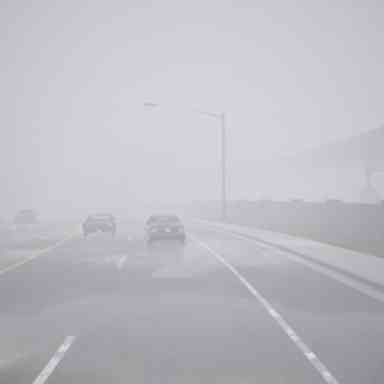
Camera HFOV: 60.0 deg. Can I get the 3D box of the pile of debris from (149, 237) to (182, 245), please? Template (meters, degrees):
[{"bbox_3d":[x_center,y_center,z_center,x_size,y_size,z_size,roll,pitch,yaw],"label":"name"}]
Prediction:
[{"bbox_3d":[-1.378,2.453,16.708,1.500,0.140,1.860,0,-2,-9],"label":"pile of debris"}]

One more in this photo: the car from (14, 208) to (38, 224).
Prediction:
[{"bbox_3d":[-17.313,2.500,34.841,1.882,1.535,5.008,0,-2,-22],"label":"car"}]

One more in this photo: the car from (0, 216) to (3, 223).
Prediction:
[{"bbox_3d":[-20.499,2.535,33.417,1.812,1.442,4.674,0,-2,-21],"label":"car"}]

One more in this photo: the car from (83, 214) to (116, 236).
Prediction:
[{"bbox_3d":[-5.892,2.058,21.635,1.895,1.301,4.718,0,-2,-12],"label":"car"}]

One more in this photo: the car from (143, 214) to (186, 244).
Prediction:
[{"bbox_3d":[-1.510,1.845,17.434,2.033,1.411,5.357,0,-2,-10],"label":"car"}]
